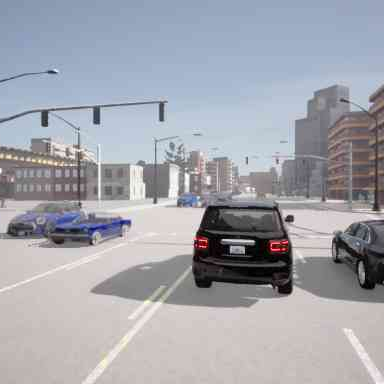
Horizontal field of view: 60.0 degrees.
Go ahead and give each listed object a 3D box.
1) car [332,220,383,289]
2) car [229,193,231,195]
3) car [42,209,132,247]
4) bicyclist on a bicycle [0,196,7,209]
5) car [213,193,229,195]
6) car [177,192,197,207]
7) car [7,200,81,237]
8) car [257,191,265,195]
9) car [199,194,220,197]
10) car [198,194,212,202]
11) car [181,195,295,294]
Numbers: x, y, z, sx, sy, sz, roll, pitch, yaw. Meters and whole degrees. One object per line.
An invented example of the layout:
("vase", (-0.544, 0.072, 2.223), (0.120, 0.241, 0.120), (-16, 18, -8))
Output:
("car", (5.127, 1.505, 8.962), (1.837, 1.490, 4.892), (0, 0, 11))
("car", (7.367, 0.990, 69.590), (1.837, 1.490, 4.892), (0, 1, 12))
("car", (-4.469, 1.600, 15.336), (1.895, 1.301, 4.718), (0, 0, 12))
("bicyclist on a bicycle", (-23.709, 1.303, 41.577), (0.582, 1.620, 1.656), (0, 0, 10))
("car", (4.765, 1.313, 57.263), (1.895, 1.301, 4.718), (0, 1, 12))
("car", (-0.601, 1.079, 48.525), (2.150, 2.045, 5.566), (0, 1, 12))
("car", (-7.525, 1.352, 17.751), (2.097, 1.767, 4.553), (0, 0, 12))
("car", (17.686, 0.559, 85.148), (2.097, 1.767, 4.553), (0, 1, 12))
("car", (2.473, 1.381, 46.110), (1.837, 1.490, 4.892), (0, 1, 12))
("car", (2.486, 1.119, 63.470), (1.837, 1.490, 4.892), (0, 0, 12))
("car", (1.566, 1.221, 9.093), (2.150, 2.045, 5.566), (0, 0, 15))
